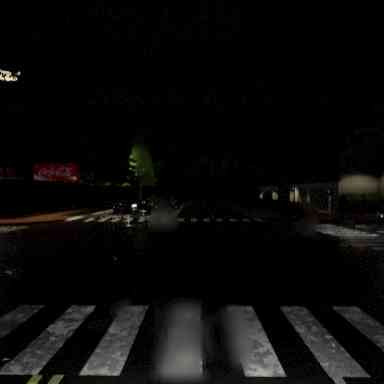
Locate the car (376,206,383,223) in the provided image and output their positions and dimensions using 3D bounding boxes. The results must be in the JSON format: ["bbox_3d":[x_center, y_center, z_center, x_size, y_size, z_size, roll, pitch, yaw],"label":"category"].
[{"bbox_3d":[15.067,1.206,21.530,5.566,2.045,2.150,0,0,1],"label":"car"}]

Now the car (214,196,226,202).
[{"bbox_3d":[6.356,1.499,74.732,1.994,1.385,4.181,0,0,20],"label":"car"}]

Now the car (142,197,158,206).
[{"bbox_3d":[-6.765,1.526,53.823,1.994,1.385,4.181,0,0,0],"label":"car"}]

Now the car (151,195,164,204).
[{"bbox_3d":[-6.531,1.432,64.106,1.882,1.535,5.008,0,0,2],"label":"car"}]

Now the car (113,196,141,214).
[{"bbox_3d":[-6.954,1.480,34.960,1.837,1.490,4.892,0,0,1],"label":"car"}]

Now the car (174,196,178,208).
[{"bbox_3d":[-3.353,1.568,45.645,1.895,1.301,4.718,0,0,1],"label":"car"}]

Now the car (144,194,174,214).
[{"bbox_3d":[-3.450,1.196,35.882,2.150,2.045,5.566,0,0,1],"label":"car"}]

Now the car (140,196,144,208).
[{"bbox_3d":[-6.876,1.321,43.926,2.097,1.767,4.553,0,0,1],"label":"car"}]
